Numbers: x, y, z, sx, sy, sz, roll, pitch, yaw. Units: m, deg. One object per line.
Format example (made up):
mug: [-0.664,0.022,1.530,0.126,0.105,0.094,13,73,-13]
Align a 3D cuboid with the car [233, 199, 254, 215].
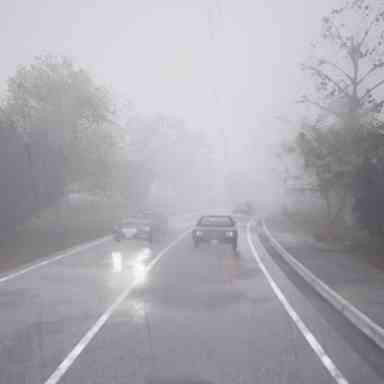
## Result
car: [5.843,1.849,37.682,2.033,1.411,5.357,1,0,17]

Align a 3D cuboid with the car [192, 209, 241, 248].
car: [1.166,1.721,15.589,1.895,1.301,4.718,0,0,7]

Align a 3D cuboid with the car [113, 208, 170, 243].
car: [-2.382,1.588,16.693,2.128,1.511,4.902,0,0,8]

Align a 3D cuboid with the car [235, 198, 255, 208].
car: [9.166,1.891,57.050,2.128,1.511,4.902,2,0,23]
